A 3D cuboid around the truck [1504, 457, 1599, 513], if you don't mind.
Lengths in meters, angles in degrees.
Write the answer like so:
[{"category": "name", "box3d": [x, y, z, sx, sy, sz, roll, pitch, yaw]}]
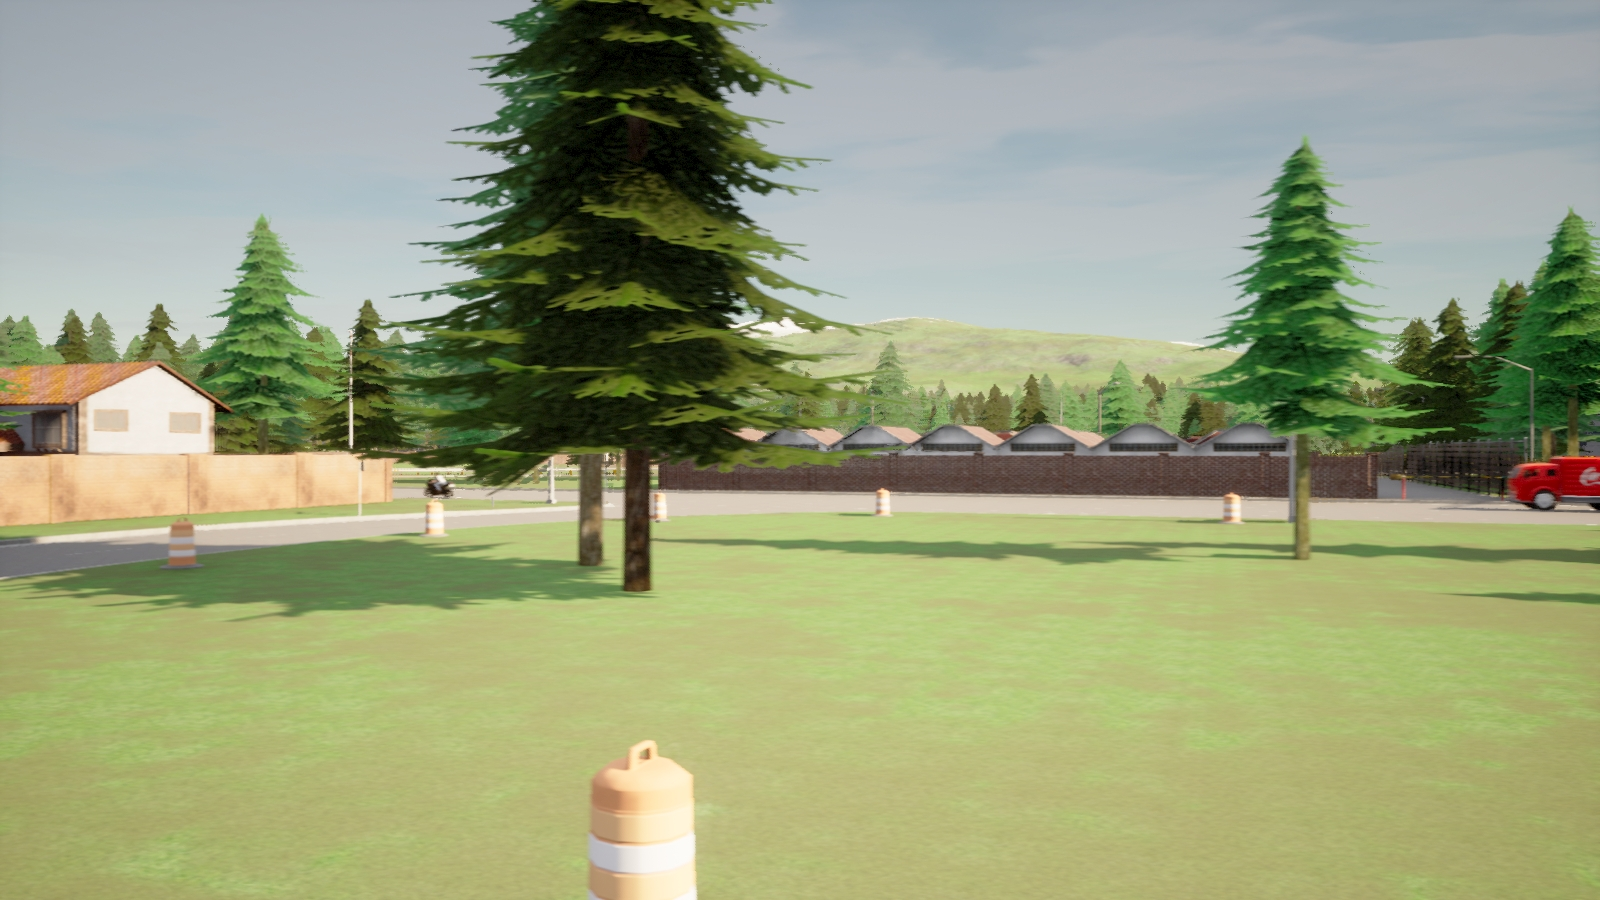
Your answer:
[{"category": "truck", "box3d": [35.466, 1.568, 52.222, 5.204, 2.467, 2.627, 0, 0, 20]}]
